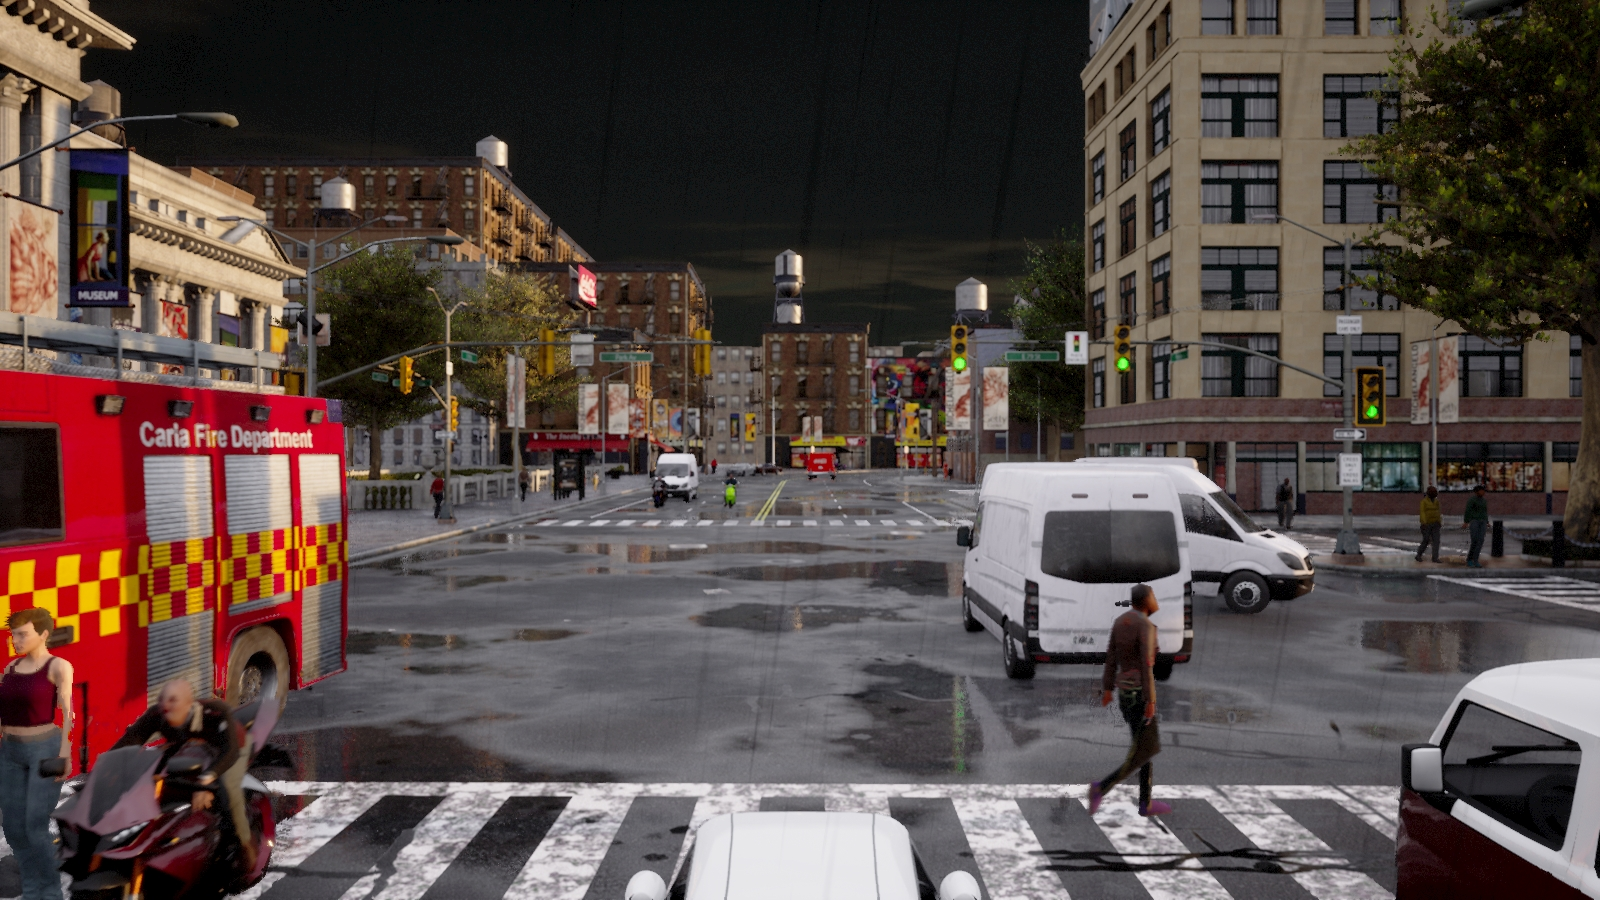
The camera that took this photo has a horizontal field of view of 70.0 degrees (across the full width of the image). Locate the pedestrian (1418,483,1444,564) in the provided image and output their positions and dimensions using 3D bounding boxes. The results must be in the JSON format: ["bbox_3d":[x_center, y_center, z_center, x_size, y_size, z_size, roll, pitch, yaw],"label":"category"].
[{"bbox_3d":[14.633,1.691,26.502,0.375,1.860,0.375,0,0,-7],"label":"pedestrian"}]

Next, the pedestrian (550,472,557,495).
[{"bbox_3d":[-14.199,1.946,65.840,0.375,1.300,0.375,0,0,-5],"label":"pedestrian"}]

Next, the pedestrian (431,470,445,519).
[{"bbox_3d":[-13.724,1.676,43.313,0.375,1.860,0.375,0,0,1],"label":"pedestrian"}]

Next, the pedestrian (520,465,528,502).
[{"bbox_3d":[-13.869,1.671,57.374,0.375,1.860,0.375,0,0,-7],"label":"pedestrian"}]

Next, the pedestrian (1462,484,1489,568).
[{"bbox_3d":[15.134,1.692,25.610,0.375,1.860,0.375,0,0,-10],"label":"pedestrian"}]

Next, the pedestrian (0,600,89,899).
[{"bbox_3d":[-4.519,1.845,6.754,0.375,1.860,0.375,0,0,14],"label":"pedestrian"}]

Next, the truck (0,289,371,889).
[{"bbox_3d":[-6.463,0.887,8.296,2.891,3.827,8.468,0,0,5],"label":"truck"}]

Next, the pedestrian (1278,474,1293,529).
[{"bbox_3d":[16.676,1.761,39.224,0.375,1.860,0.375,0,0,3],"label":"pedestrian"}]

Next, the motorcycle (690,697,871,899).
[{"bbox_3d":[-0.090,2.179,6.327,0.856,1.236,1.805,0,0,0],"label":"motorcycle"}]

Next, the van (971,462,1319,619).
[{"bbox_3d":[6.328,1.525,21.206,5.915,2.561,1.988,0,0,28],"label":"van"}]

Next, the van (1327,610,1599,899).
[{"bbox_3d":[3.528,1.780,3.197,2.069,2.038,4.480,0,0,1],"label":"van"}]

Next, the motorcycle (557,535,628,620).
[{"bbox_3d":[-3.603,2.195,20.016,0.867,1.251,2.209,0,0,-1],"label":"motorcycle"}]

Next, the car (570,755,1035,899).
[{"bbox_3d":[0.010,2.118,4.228,1.481,1.376,2.207,0,0,0],"label":"car"}]

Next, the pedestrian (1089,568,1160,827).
[{"bbox_3d":[2.446,1.845,8.629,0.375,1.860,0.375,0,0,-15],"label":"pedestrian"}]

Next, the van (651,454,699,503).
[{"bbox_3d":[-6.799,1.507,62.652,1.988,2.561,5.915,0,0,0],"label":"van"}]

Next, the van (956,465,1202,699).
[{"bbox_3d":[3.551,1.527,15.859,1.988,2.561,5.915,0,0,0],"label":"van"}]

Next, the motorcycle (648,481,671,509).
[{"bbox_3d":[-6.829,2.180,55.681,0.867,1.251,2.209,0,0,0],"label":"motorcycle"}]

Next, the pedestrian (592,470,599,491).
[{"bbox_3d":[-12.924,1.944,72.114,0.375,1.300,0.375,0,0,-2],"label":"pedestrian"}]
